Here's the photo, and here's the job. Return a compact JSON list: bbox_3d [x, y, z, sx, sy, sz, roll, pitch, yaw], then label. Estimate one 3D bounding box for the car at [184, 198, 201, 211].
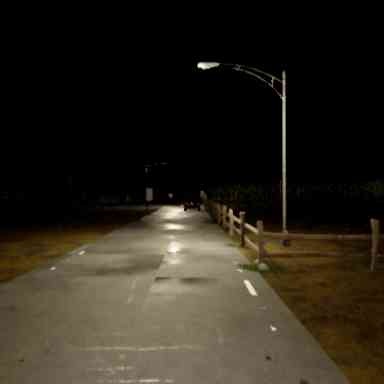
[{"bbox_3d":[0.057,1.590,44.383,2.097,1.767,4.553,0,0,0],"label":"car"}]
